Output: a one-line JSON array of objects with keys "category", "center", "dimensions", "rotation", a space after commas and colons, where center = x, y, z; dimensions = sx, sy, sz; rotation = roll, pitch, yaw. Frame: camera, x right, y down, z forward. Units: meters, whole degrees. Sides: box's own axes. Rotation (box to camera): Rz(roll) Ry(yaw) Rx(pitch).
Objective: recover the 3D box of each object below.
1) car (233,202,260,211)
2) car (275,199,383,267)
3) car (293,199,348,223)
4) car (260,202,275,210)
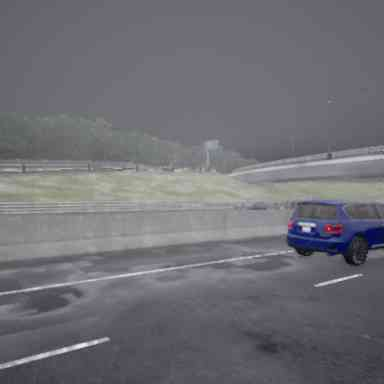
[{"category": "car", "center": [6.236, 1.693, 33.518], "dimensions": [4.674, 1.442, 1.812], "rotation": [1, 0, -33]}, {"category": "car", "center": [5.824, 1.292, 11.979], "dimensions": [5.566, 2.045, 2.150], "rotation": [1, 0, -34]}, {"category": "car", "center": [10.987, 1.536, 28.266], "dimensions": [4.553, 1.767, 2.097], "rotation": [1, 0, -33]}, {"category": "car", "center": [9.028, 1.532, 31.166], "dimensions": [4.553, 1.767, 2.097], "rotation": [1, 0, -33]}]
